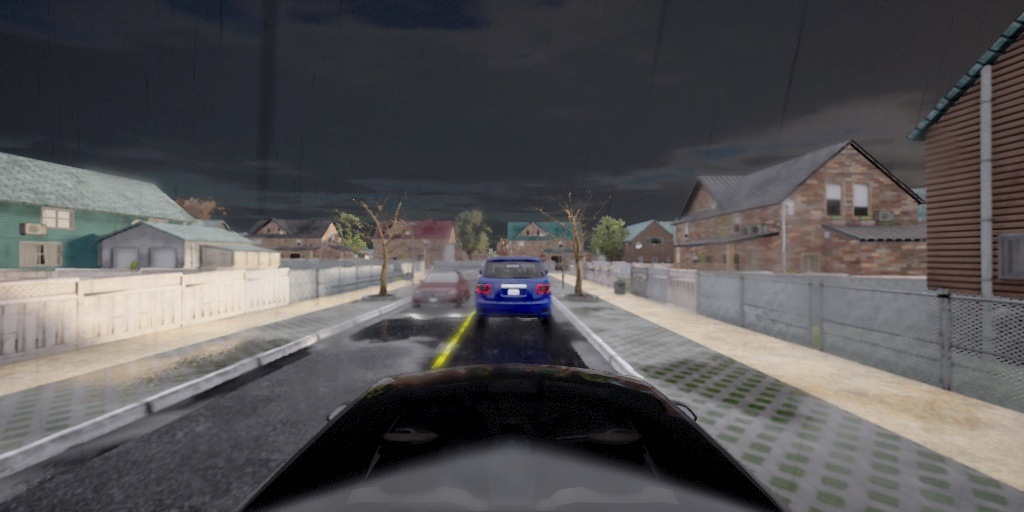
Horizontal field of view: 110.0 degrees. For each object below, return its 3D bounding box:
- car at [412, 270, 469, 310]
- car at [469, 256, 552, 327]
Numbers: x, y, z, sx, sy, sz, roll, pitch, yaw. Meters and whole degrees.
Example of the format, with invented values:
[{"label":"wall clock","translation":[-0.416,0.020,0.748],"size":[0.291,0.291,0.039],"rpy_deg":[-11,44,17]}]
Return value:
[{"label":"car","translation":[-2.847,1.338,15.271],"size":[1.812,1.442,4.674],"rpy_deg":[0,0,0]},{"label":"car","translation":[0.062,1.021,11.938],"size":[2.150,2.045,5.566],"rpy_deg":[0,0,0]}]
